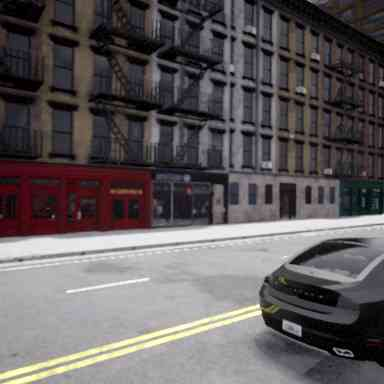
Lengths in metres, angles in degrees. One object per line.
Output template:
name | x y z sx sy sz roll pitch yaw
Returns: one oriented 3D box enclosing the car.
car | 3.284 1.557 5.778 4.892 1.490 1.837 1 0 -35
